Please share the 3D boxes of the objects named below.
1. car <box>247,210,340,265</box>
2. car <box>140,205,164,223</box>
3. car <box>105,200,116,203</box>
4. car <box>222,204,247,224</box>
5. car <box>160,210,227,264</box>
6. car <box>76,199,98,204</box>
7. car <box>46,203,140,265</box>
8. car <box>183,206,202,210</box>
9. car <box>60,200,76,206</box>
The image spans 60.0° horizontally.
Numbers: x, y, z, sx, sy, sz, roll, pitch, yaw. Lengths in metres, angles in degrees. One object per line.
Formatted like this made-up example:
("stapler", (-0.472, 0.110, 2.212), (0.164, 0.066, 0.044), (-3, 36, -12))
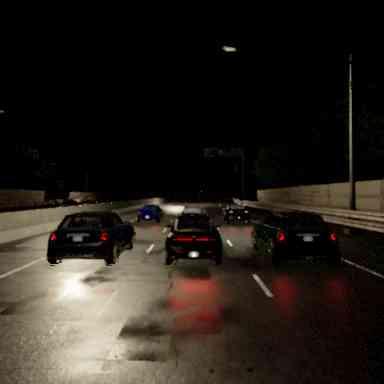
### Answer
("car", (3.549, 1.465, 12.224), (2.097, 1.767, 4.553), (0, -1, 1))
("car", (-3.441, 1.777, 28.009), (1.812, 1.442, 4.674), (0, 0, 0))
("car", (-14.030, 2.077, 57.393), (1.994, 1.385, 4.181), (0, 0, 1))
("car", (3.554, 1.738, 27.309), (2.128, 1.511, 4.902), (0, 0, 1))
("car", (0.054, 1.619, 12.262), (1.837, 1.490, 4.892), (0, 0, 0))
("car", (-17.524, 2.003, 57.214), (2.128, 1.511, 4.902), (0, 0, 1))
("car", (-3.451, 1.465, 12.225), (2.097, 1.767, 4.553), (0, -1, 1))
("car", (0.031, 1.775, 25.172), (2.033, 1.411, 5.357), (0, 0, 1))
("car", (-21.016, 2.036, 57.030), (1.812, 1.442, 4.674), (0, 0, 1))
